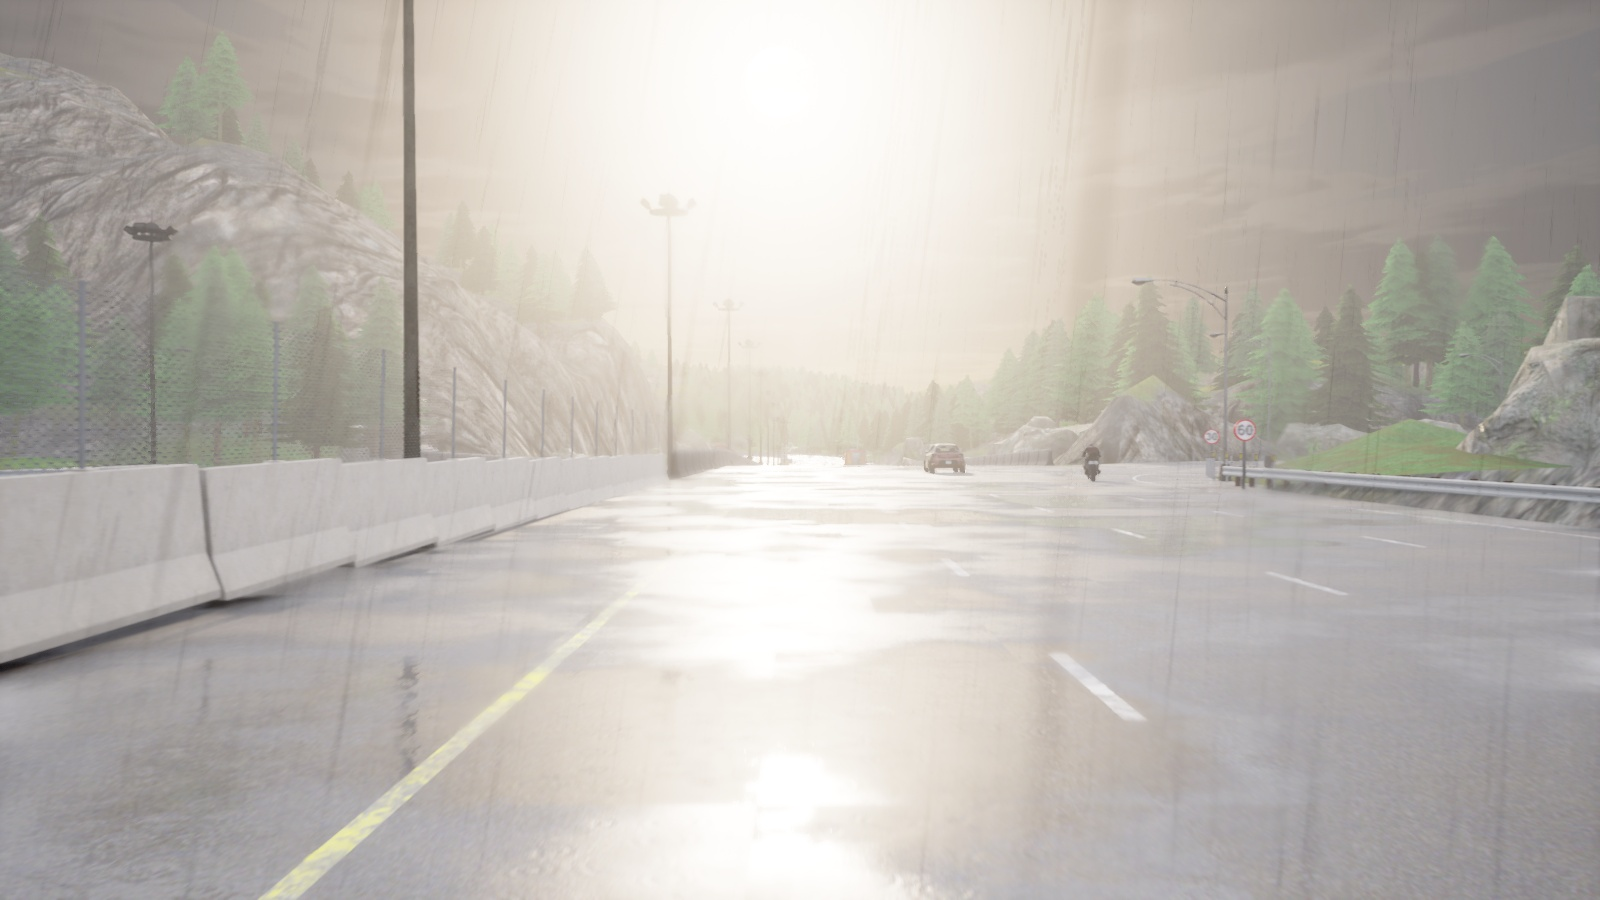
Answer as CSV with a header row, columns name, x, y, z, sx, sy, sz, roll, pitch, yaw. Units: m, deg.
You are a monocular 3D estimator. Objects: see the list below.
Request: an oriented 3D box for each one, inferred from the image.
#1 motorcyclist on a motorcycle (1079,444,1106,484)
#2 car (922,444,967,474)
name,x,y,z,sx,sy,sz,roll,pitch,yaw
motorcyclist on a motorcycle,11.509,0.518,49.480,0.866,1.530,2.191,1,0,10
car,7.255,0.425,63.457,1.816,1.474,4.193,0,0,0
